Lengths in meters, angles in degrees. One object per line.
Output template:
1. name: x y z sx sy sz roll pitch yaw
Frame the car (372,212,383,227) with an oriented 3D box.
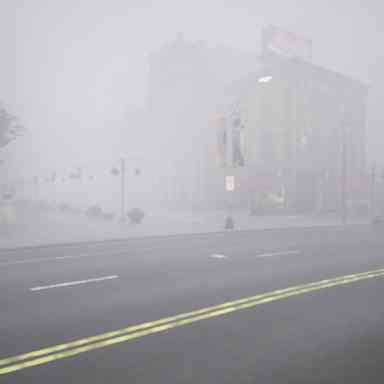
1. car: 14.135 1.585 21.806 4.674 1.452 2.002 0 0 -16
